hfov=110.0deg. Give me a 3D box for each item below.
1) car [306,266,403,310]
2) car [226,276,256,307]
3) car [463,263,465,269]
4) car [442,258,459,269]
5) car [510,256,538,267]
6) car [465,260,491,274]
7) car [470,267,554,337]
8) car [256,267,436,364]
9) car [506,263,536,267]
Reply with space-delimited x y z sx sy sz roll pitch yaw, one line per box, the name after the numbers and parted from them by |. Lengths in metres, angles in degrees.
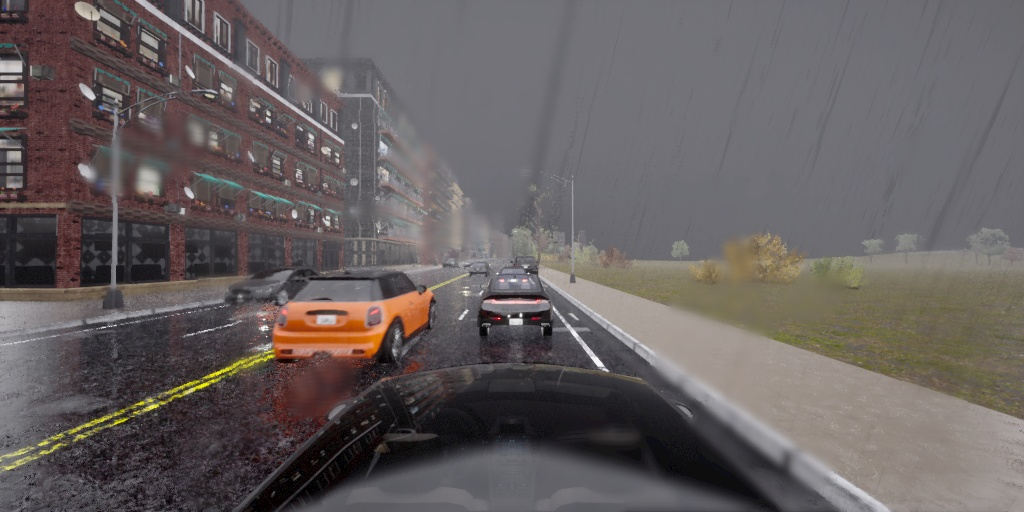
-6.631 1.244 15.812 2.128 1.511 4.902 0 0 0 | car
-9.881 1.257 15.534 1.837 1.490 4.892 0 0 0 | car
-6.712 1.300 58.081 2.033 1.411 5.357 0 0 0 | car
-9.959 1.104 57.887 2.097 1.767 4.553 0 0 0 | car
1.073 0.979 31.007 2.150 2.045 5.566 0 0 0 | car
-3.217 1.302 36.581 2.033 1.411 5.357 0 0 0 | car
0.082 1.243 10.354 2.128 1.511 4.902 0 0 0 | car
-3.165 1.104 8.238 2.097 1.767 4.553 0 0 0 | car
0.062 1.301 20.794 2.033 1.411 5.357 0 0 0 | car
